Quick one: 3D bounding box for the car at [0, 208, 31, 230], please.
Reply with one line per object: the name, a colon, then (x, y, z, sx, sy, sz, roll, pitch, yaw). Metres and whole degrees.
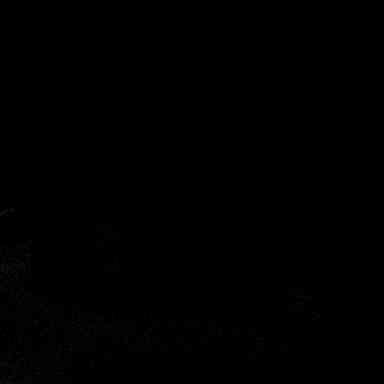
car: (-12.340, 1.816, 23.413, 2.008, 1.369, 4.403, -1, -1, 35)
